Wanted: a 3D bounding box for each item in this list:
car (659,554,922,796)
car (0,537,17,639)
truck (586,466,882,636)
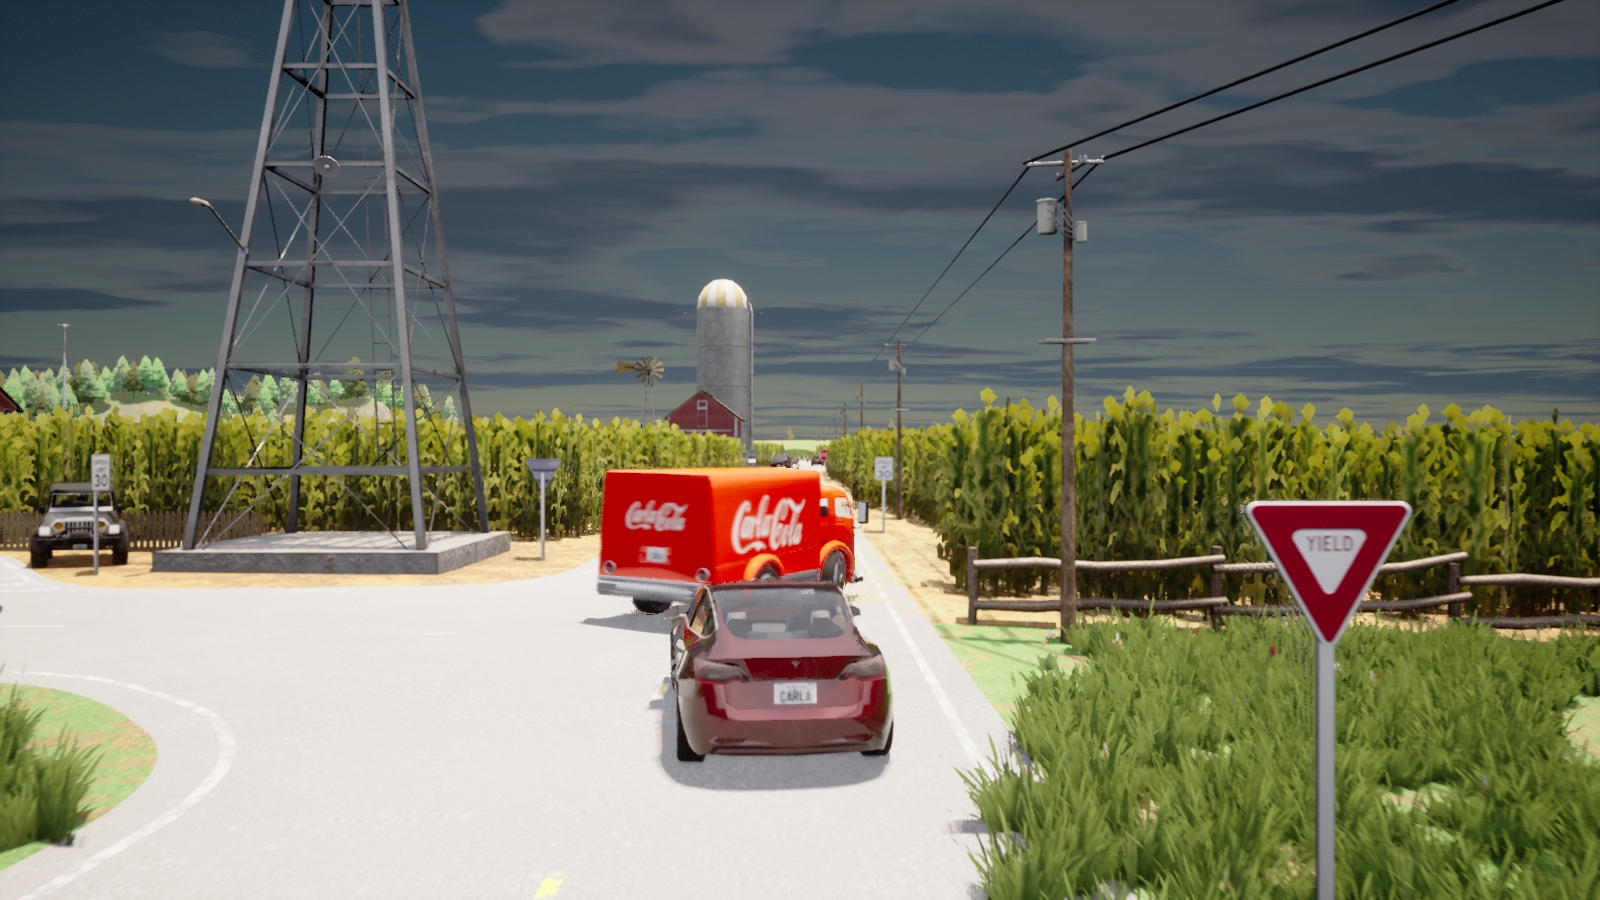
[{"bbox_3d":[-0.354,2.050,11.764,2.163,1.488,4.792,0,0,-7],"label":"car"},{"bbox_3d":[-13.986,1.958,15.487,5.357,1.411,2.033,0,0,1],"label":"car"},{"bbox_3d":[-0.955,1.548,19.896,2.627,2.467,5.204,1,0,31],"label":"truck"}]
